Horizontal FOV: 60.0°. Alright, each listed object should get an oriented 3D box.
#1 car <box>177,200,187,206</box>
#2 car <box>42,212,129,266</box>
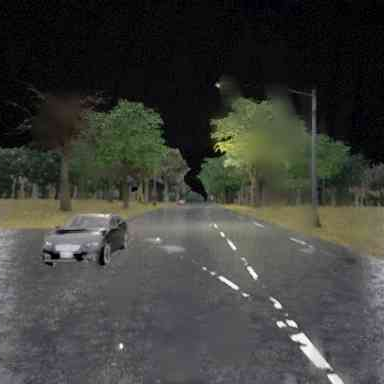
[{"bbox_3d":[-2.475,2.730,82.066,1.882,1.535,5.008,0,-1,6],"label":"car"},{"bbox_3d":[-3.469,1.492,11.669,2.128,1.511,4.902,1,0,0],"label":"car"}]
